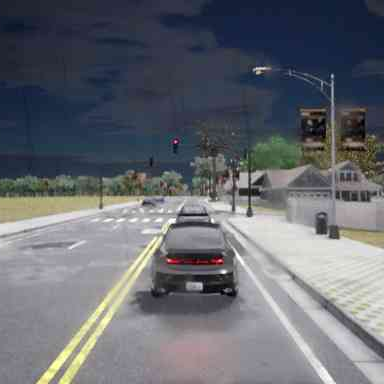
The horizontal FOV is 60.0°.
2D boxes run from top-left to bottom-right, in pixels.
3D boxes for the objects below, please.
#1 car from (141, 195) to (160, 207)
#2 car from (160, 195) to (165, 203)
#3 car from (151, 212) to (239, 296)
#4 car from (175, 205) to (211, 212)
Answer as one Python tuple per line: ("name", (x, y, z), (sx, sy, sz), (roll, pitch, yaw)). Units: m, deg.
("car", (-6.646, 1.505, 51.752), (2.033, 1.411, 5.357), (0, 0, 0))
("car", (-6.586, 1.421, 67.251), (1.882, 1.535, 5.008), (0, 0, 0))
("car", (0.074, 1.502, 8.593), (1.837, 1.490, 4.892), (0, 0, 1))
("car", (0.054, 1.483, 18.863), (2.128, 1.511, 4.902), (0, 0, -2))
